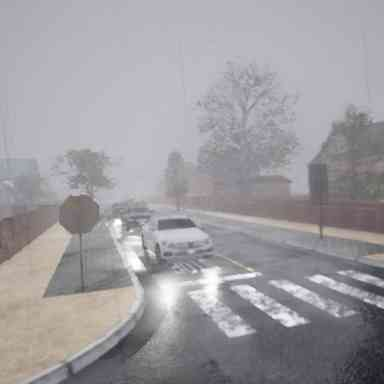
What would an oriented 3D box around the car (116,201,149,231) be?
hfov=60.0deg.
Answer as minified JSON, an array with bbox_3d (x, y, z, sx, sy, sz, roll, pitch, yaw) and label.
[{"bbox_3d":[-3.624,1.643,22.143,2.128,1.511,4.902,-3,0,-16],"label":"car"}]

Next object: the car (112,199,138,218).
[{"bbox_3d":[-7.273,1.758,34.508,2.128,1.511,4.902,-3,0,-16],"label":"car"}]

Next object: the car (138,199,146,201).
[{"bbox_3d":[-6.800,1.694,43.030,1.882,1.535,5.008,-3,0,-16],"label":"car"}]

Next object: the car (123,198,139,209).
[{"bbox_3d":[-9.719,1.824,52.722,1.837,1.490,4.892,-3,0,-17],"label":"car"}]

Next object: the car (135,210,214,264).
[{"bbox_3d":[-0.738,1.593,12.540,1.812,1.442,4.674,-3,0,-18],"label":"car"}]
